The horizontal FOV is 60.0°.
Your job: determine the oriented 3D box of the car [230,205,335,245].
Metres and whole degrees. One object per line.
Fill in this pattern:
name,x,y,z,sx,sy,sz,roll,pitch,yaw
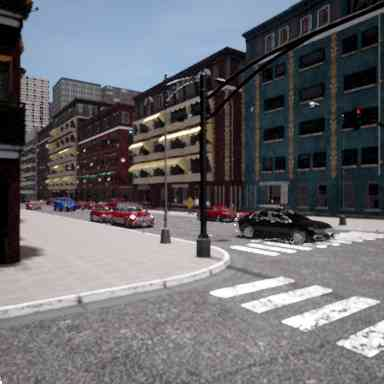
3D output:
car,4.450,1.620,16.354,1.837,1.490,4.892,0,-1,-40

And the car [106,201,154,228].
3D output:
car,-4.358,1.692,24.100,1.967,1.590,4.097,-1,0,-35

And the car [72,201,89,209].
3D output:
car,-20.223,2.323,60.439,1.802,1.307,4.206,-1,0,-35

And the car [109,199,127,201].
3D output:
car,-7.347,1.897,37.807,1.882,1.535,5.008,0,-1,-35

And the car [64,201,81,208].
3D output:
car,-23.409,2.375,64.981,1.947,1.339,4.313,-1,0,-35

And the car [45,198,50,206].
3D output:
car,-32.973,2.326,78.610,2.192,1.841,5.009,-1,0,-35

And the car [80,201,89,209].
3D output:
car,-17.036,2.256,55.897,1.802,1.307,4.206,-1,0,-35

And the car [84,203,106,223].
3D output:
car,-7.543,1.903,28.642,1.802,1.307,4.206,-1,0,-35

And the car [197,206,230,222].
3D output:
car,2.086,1.846,28.645,1.802,1.307,4.206,-1,0,-35

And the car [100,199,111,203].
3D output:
car,-10.668,1.853,46.813,2.192,1.841,5.009,-1,0,-35

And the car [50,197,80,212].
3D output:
car,-18.903,1.831,49.312,2.150,2.045,5.566,0,-1,-35

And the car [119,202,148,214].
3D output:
car,-7.477,2.035,42.270,1.947,1.339,4.313,-1,0,-35

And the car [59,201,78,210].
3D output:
car,-21.596,2.287,58.110,1.994,1.385,4.181,0,-1,-35

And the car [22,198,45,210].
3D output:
car,-26.664,2.169,55.897,1.967,1.590,4.097,-1,0,-35

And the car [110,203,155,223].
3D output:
car,-5.505,1.815,30.046,2.128,1.511,4.902,0,-1,-35
